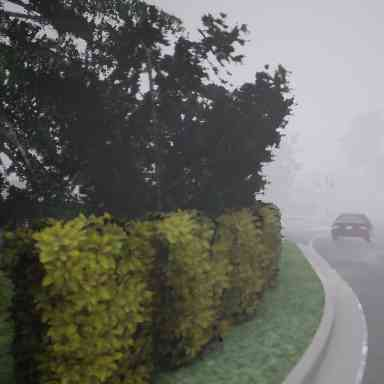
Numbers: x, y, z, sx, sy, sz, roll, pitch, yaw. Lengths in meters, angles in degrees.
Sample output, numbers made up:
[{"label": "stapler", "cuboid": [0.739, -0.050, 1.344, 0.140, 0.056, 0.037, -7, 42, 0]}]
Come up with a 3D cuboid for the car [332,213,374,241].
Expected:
[{"label": "car", "cuboid": [9.149, 1.875, 18.858, 2.033, 1.411, 5.357, -1, -1, 30]}]
